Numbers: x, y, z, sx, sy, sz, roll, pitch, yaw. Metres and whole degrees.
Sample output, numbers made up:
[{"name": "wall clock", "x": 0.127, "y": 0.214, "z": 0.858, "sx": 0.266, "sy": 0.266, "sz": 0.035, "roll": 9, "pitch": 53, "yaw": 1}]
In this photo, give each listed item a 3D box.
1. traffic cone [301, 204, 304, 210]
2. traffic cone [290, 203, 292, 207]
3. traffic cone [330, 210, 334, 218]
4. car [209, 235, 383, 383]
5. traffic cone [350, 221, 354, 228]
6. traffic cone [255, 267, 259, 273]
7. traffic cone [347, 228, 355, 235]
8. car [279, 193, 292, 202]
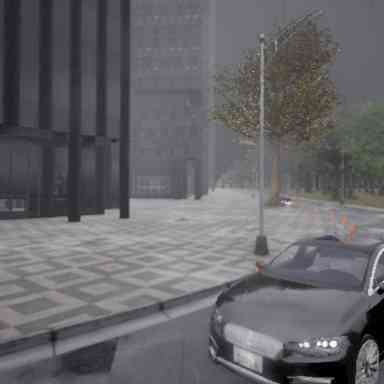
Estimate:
[{"name": "traffic cone", "x": 12.067, "y": 1.634, "z": 36.579, "sx": 0.340, "sy": 0.580, "sz": 0.340, "roll": 0, "pitch": 1, "yaw": 3}, {"name": "traffic cone", "x": 12.360, "y": 1.564, "z": 41.571, "sx": 0.340, "sy": 0.580, "sz": 0.340, "roll": 0, "pitch": 1, "yaw": 3}, {"name": "traffic cone", "x": 11.300, "y": 1.764, "z": 26.896, "sx": 0.340, "sy": 0.580, "sz": 0.340, "roll": 0, "pitch": 1, "yaw": 9}, {"name": "car", "x": 2.296, "y": 1.512, "z": 5.290, "sx": 2.128, "sy": 1.511, "sz": 4.902, "roll": 0, "pitch": 0, "yaw": 44}, {"name": "traffic cone", "x": 8.651, "y": 1.873, "z": 17.987, "sx": 0.340, "sy": 0.580, "sz": 0.340, "roll": 0, "pitch": 1, "yaw": 24}, {"name": "traffic cone", "x": 1.498, "y": 1.975, "z": 7.623, "sx": 0.340, "sy": 0.580, "sz": 0.340, "roll": 0, "pitch": 0, "yaw": -28}, {"name": "traffic cone", "x": 6.509, "y": 1.925, "z": 13.853, "sx": 0.340, "sy": 0.580, "sz": 0.340, "roll": 0, "pitch": 1, "yaw": 31}, {"name": "car", "x": 15.316, "y": 0.935, "z": 55.823, "sx": 1.994, "sy": 1.385, "sz": 4.181, "roll": 0, "pitch": 1, "yaw": 2}]
